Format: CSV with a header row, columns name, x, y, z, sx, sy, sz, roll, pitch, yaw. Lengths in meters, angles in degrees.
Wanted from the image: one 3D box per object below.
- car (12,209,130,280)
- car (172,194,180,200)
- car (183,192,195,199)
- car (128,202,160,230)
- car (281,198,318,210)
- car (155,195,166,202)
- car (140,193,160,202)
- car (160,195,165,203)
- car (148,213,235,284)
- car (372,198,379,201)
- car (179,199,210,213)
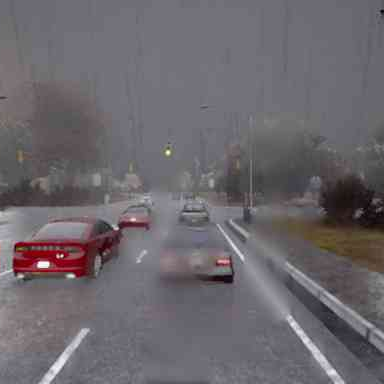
name,x,y,z,sx,sy,sz,roll,pitch,yaw
car,-3.398,1.502,10.091,1.882,1.535,5.008,0,0,0
car,-4.021,1.319,85.615,2.128,1.511,4.902,0,0,-4
car,-0.512,1.020,85.619,2.150,2.045,5.566,0,0,-4
car,-3.404,1.571,21.316,1.994,1.385,4.181,0,0,0
car,13.685,1.498,42.344,4.674,1.442,1.812,0,0,-3
car,-7.130,1.396,74.964,2.128,1.511,4.902,0,0,-1
car,-7.098,1.171,54.405,2.150,2.045,5.566,0,0,0
car,-7.059,1.414,64.576,2.128,1.511,4.902,0,0,0
car,0.099,1.573,9.708,2.033,1.411,5.357,0,0,0
car,24.296,1.519,42.965,5.357,1.411,2.033,0,0,-3
car,0.179,1.498,22.193,2.128,1.511,4.902,0,0,1
